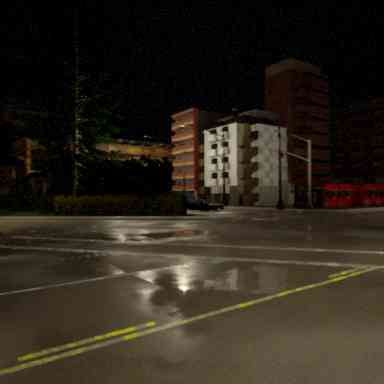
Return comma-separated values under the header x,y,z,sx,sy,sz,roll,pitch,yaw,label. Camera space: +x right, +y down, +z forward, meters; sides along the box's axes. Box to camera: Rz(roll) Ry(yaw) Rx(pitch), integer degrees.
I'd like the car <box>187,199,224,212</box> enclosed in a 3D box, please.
x,y,z,sx,sy,sz,roll,pitch,yaw,label
1.444,1.552,38.818,2.033,1.411,5.357,-1,0,-35,car
